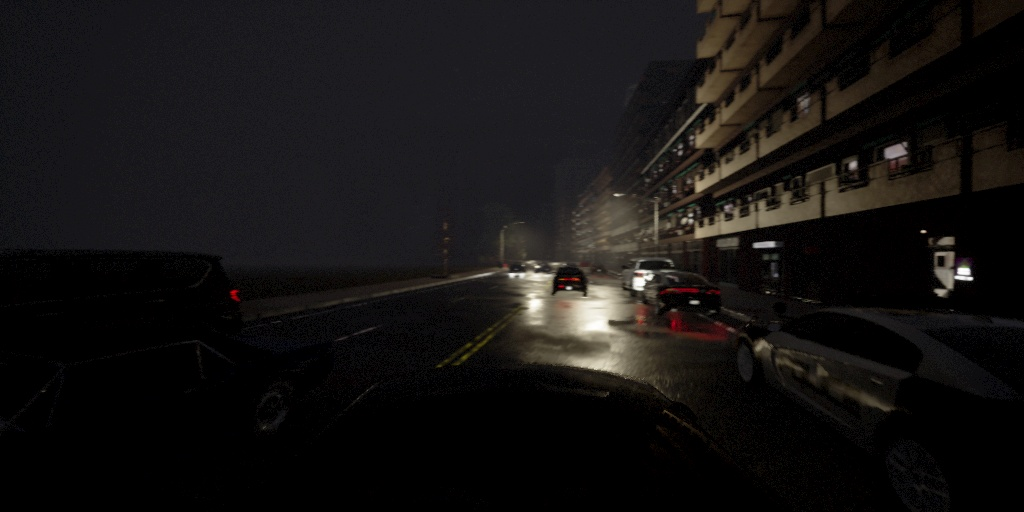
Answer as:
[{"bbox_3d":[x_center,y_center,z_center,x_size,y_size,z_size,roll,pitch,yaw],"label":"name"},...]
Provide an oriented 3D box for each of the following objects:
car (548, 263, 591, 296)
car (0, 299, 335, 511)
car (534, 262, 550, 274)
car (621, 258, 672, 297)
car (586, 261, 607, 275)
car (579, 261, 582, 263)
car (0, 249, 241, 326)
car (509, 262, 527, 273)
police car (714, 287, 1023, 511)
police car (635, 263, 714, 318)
[{"bbox_3d":[3.277,1.347,20.208,1.837,1.490,4.892,1,0,11],"label":"car"},{"bbox_3d":[-3.745,1.315,2.759,1.895,1.301,4.718,1,0,12],"label":"car"},{"bbox_3d":[3.762,1.475,43.735,2.033,1.411,5.357,1,0,9],"label":"car"},{"bbox_3d":[7.412,1.109,19.799,2.150,2.045,5.566,1,0,11],"label":"car"},{"bbox_3d":[10.532,1.527,44.127,1.812,1.442,4.674,1,0,9],"label":"car"},{"bbox_3d":[7.698,1.546,46.978,1.994,1.385,4.181,1,0,8],"label":"car"},{"bbox_3d":[-6.653,0.911,4.683,2.150,2.045,5.566,1,0,12],"label":"car"},{"bbox_3d":[0.834,1.469,46.151,1.994,1.385,4.181,1,0,9],"label":"car"},{"bbox_3d":[4.292,1.228,4.044,1.930,1.638,5.238,1,0,12],"label":"police car"},{"bbox_3d":[6.293,1.279,13.930,1.930,1.638,5.238,1,0,11],"label":"police car"}]
